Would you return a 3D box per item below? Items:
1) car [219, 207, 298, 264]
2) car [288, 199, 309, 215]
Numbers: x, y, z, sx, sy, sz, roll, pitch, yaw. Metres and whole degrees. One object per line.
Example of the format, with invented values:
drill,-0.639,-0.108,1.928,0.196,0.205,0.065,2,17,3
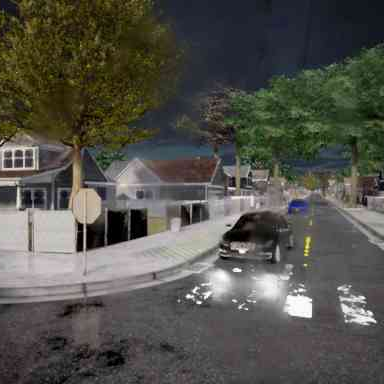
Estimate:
car,2.486,1.504,12.048,1.837,1.490,4.892,0,0,24
car,11.103,1.484,34.709,1.882,1.535,5.008,0,0,20
